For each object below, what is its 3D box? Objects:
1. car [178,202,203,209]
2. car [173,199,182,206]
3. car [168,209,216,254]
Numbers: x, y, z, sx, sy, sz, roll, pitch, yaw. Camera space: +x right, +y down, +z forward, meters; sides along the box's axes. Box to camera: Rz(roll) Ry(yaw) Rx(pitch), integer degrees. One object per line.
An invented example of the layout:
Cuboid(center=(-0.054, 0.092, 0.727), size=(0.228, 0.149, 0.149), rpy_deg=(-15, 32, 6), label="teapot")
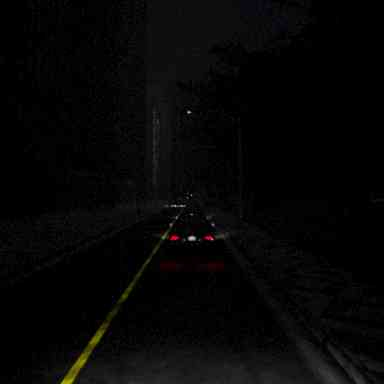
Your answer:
Cuboid(center=(-0.003, 1.832, 29.328), size=(1.994, 1.385, 4.181), rpy_deg=(0, 0, 0), label="car")
Cuboid(center=(-3.017, 2.189, 71.036), size=(1.994, 1.385, 4.181), rpy_deg=(0, -1, 0), label="car")
Cuboid(center=(-0.003, 1.680, 14.021), size=(2.033, 1.411, 5.357), rpy_deg=(0, 0, 0), label="car")
